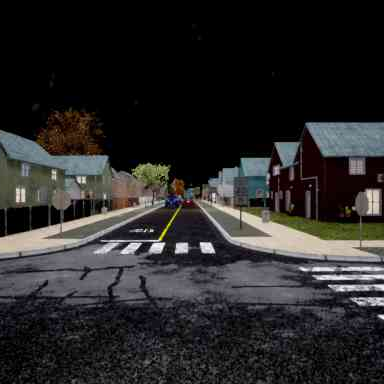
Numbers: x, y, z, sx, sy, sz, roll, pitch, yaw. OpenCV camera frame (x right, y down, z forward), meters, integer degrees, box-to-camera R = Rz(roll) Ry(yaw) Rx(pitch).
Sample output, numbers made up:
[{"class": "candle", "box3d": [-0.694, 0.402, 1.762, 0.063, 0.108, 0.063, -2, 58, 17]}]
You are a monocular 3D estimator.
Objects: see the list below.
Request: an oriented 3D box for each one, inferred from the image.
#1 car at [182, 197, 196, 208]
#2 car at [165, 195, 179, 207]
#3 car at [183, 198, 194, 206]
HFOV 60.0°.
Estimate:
[{"class": "car", "box3d": [-0.532, 1.551, 51.620, 2.097, 1.767, 4.553, 0, 0, -1]}, {"class": "car", "box3d": [-3.324, 1.454, 55.764, 2.150, 2.045, 5.566, 0, 0, -1]}, {"class": "car", "box3d": [-0.635, 1.798, 61.652, 1.812, 1.442, 4.674, 0, 0, -1]}]
